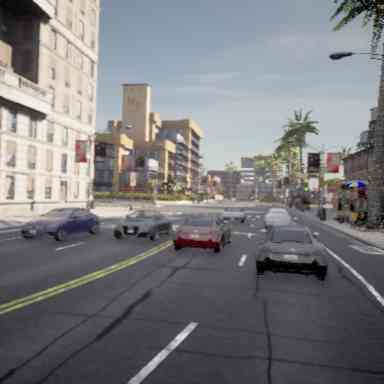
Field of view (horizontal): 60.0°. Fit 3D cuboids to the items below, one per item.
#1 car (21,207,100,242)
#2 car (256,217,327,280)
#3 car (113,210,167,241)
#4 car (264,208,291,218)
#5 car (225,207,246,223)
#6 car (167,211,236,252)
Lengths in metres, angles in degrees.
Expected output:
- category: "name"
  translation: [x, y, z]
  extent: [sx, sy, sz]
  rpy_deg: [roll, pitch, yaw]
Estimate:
- category: "car"
  translation: [-6.214, 1.477, 16.395]
  extent: [1.812, 1.442, 4.674]
  rpy_deg: [2, -1, 13]
- category: "car"
  translation: [3.191, 1.758, 10.914]
  extent: [1.994, 1.385, 4.181]
  rpy_deg: [2, -1, 15]
- category: "car"
  translation: [-2.418, 1.648, 17.222]
  extent: [1.994, 1.385, 4.181]
  rpy_deg: [2, -1, 12]
- category: "car"
  translation: [6.273, 1.933, 24.463]
  extent: [1.812, 1.442, 4.674]
  rpy_deg: [2, -1, 12]
- category: "car"
  translation: [3.867, 1.983, 30.074]
  extent: [1.895, 1.301, 4.718]
  rpy_deg: [2, -1, 12]
- category: "car"
  translation: [0.579, 1.711, 14.807]
  extent: [1.994, 1.385, 4.181]
  rpy_deg: [2, -1, 14]
